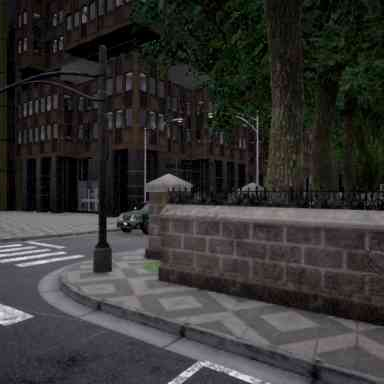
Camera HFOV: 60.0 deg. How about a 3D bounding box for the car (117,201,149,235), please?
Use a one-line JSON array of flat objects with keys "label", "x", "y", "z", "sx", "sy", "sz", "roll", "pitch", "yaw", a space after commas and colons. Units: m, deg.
[{"label": "car", "x": -2.364, "y": 1.584, "z": 22.003, "sx": 2.150, "sy": 2.045, "sz": 5.566, "roll": 0, "pitch": -1, "yaw": 35}]
